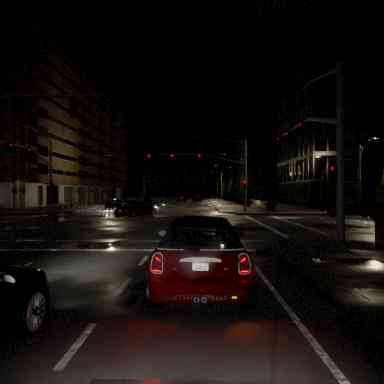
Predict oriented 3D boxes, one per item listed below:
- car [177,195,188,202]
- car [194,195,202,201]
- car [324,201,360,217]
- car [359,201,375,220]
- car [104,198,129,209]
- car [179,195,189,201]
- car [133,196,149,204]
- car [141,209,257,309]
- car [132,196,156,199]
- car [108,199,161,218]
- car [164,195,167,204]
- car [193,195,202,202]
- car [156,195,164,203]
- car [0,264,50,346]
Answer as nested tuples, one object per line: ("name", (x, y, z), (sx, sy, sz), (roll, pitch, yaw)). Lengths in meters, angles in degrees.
("car", (-2.267, 1.541, 73.353), (2.033, 1.411, 5.357), (0, 0, 2))
("car", (1.532, 1.478, 83.918), (1.882, 1.535, 5.008), (0, 0, 2))
("car", (14.500, 1.547, 29.957), (4.902, 1.511, 2.128), (0, 0, 1))
("car", (16.688, 1.603, 26.410), (5.357, 1.411, 2.033), (0, 0, 1))
("car", (-10.169, 1.564, 44.076), (1.994, 1.385, 4.181), (0, 0, 1))
("car", (-1.967, 1.525, 84.010), (2.128, 1.511, 4.902), (0, 0, 2))
("car", (-9.645, 1.491, 62.970), (2.128, 1.511, 4.902), (0, 0, 2))
("car", (0.218, 1.352, 8.043), (2.097, 1.767, 4.553), (0, 0, 2))
("car", (-6.639, 1.564, 46.072), (1.994, 1.385, 4.181), (0, 0, 1))
("car", (-5.106, 1.589, 30.233), (1.994, 1.385, 4.181), (0, 0, 33))
("car", (-6.080, 1.352, 64.767), (2.097, 1.767, 4.553), (0, 0, 2))
("car", (1.233, 1.478, 73.764), (1.882, 1.535, 5.008), (0, 0, 2))
("car", (-6.415, 1.491, 54.963), (2.128, 1.511, 4.902), (0, 0, 2))
("car", (-3.397, 1.492, 3.814), (2.128, 1.511, 4.902), (0, 0, 1))
